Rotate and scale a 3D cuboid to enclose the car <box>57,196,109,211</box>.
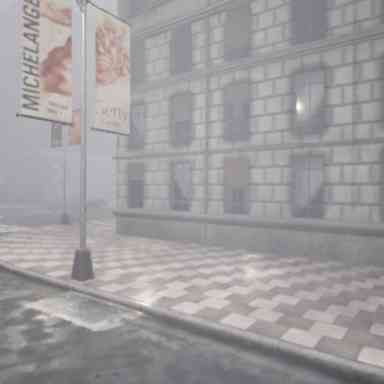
[{"bbox_3d":[-11.089,1.194,35.006,2.128,1.511,4.902,1,0,37],"label":"car"}]

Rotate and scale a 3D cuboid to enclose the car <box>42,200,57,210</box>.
[{"bbox_3d":[-13.851,1.214,37.194,2.033,1.411,5.357,1,0,36],"label":"car"}]
